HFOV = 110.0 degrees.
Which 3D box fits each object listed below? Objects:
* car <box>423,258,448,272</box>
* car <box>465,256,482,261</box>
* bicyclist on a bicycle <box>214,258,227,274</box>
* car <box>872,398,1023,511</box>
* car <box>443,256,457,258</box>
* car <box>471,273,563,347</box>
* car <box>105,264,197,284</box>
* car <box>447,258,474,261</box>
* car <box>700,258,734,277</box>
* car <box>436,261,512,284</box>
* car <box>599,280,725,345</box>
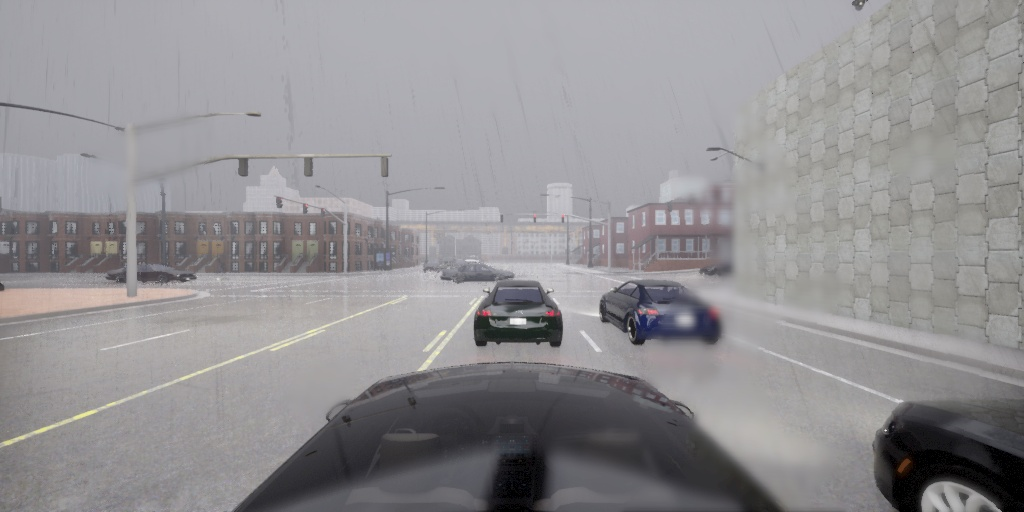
[{"bbox_3d":[-10.047,1.297,46.475,2.033,1.411,5.357,0,0,1],"label":"car"},{"bbox_3d":[-6.423,0.971,56.588,2.150,2.045,5.566,0,0,1],"label":"car"},{"bbox_3d":[-30.389,1.053,37.354,0.582,1.620,1.656,0,0,1],"label":"bicyclist on a bicycle"},{"bbox_3d":[3.584,1.255,0.624,1.837,1.490,4.892,0,0,1],"label":"car"},{"bbox_3d":[-9.920,0.971,56.699,2.150,2.045,5.566,0,0,1],"label":"car"},{"bbox_3d":[0.164,1.314,9.377,1.994,1.385,4.181,0,0,1],"label":"car"},{"bbox_3d":[-26.437,1.297,26.333,5.357,1.411,2.033,0,0,1],"label":"car"},{"bbox_3d":[-6.551,1.297,46.202,2.033,1.411,5.357,0,0,1],"label":"car"},{"bbox_3d":[18.535,0.854,29.630,5.357,1.411,2.033,-5,0,1],"label":"car"},{"bbox_3d":[-2.460,1.297,26.120,5.357,1.411,2.033,0,0,1],"label":"car"},{"bbox_3d":[3.668,1.314,9.536,1.994,1.385,4.181,0,0,1],"label":"car"}]
